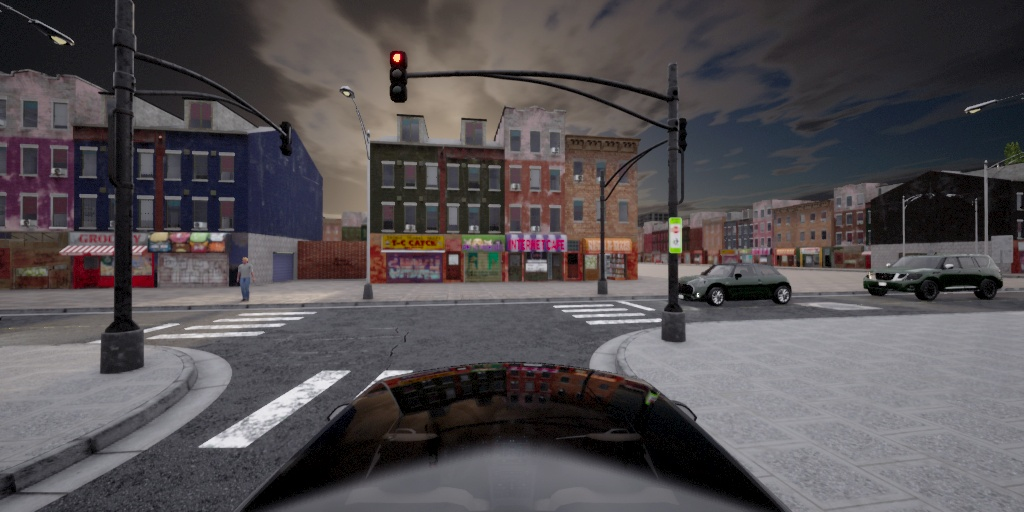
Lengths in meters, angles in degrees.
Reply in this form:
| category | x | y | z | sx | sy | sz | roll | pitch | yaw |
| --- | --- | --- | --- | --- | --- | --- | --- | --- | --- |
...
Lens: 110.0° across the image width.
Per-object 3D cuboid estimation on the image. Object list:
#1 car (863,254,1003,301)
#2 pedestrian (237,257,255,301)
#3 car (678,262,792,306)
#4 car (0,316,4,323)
| category | x | y | z | sx | sy | sz | roll | pitch | yaw |
| --- | --- | --- | --- | --- | --- | --- | --- | --- | --- |
| car | 19.709 | 0.925 | 16.857 | 5.566 | 2.045 | 2.150 | 0 | 0 | -9 |
| pedestrian | -11.107 | 0.945 | 14.977 | 0.375 | 1.860 | 0.375 | 0 | 0 | -9 |
| car | 9.177 | 1.083 | 15.178 | 4.553 | 1.767 | 2.097 | 0 | 0 | -10 |
| car | -15.950 | 1.334 | 8.283 | 5.357 | 1.411 | 2.033 | 0 | 0 | -9 |
